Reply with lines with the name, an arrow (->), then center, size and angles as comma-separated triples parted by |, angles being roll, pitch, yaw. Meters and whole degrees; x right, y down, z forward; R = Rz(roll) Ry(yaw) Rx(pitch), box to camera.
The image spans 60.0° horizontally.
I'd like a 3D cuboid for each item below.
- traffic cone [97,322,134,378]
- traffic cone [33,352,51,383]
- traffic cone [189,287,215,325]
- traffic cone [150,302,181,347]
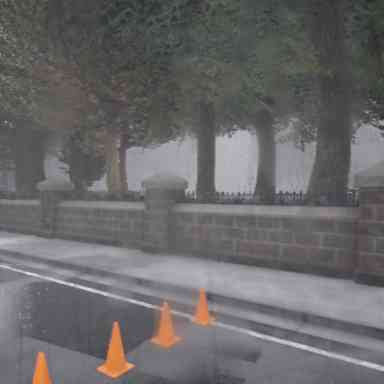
traffic cone -> -0.983, 1.971, 4.274 | 0.340, 0.580, 0.340 | 0, 0, 36
traffic cone -> -1.566, 1.967, 3.461 | 0.340, 0.580, 0.340 | 0, 0, 36
traffic cone -> 0.181, 1.981, 5.899 | 0.340, 0.580, 0.340 | 0, 0, 36
traffic cone -> -0.401, 1.976, 5.087 | 0.340, 0.580, 0.340 | 0, 0, 36
